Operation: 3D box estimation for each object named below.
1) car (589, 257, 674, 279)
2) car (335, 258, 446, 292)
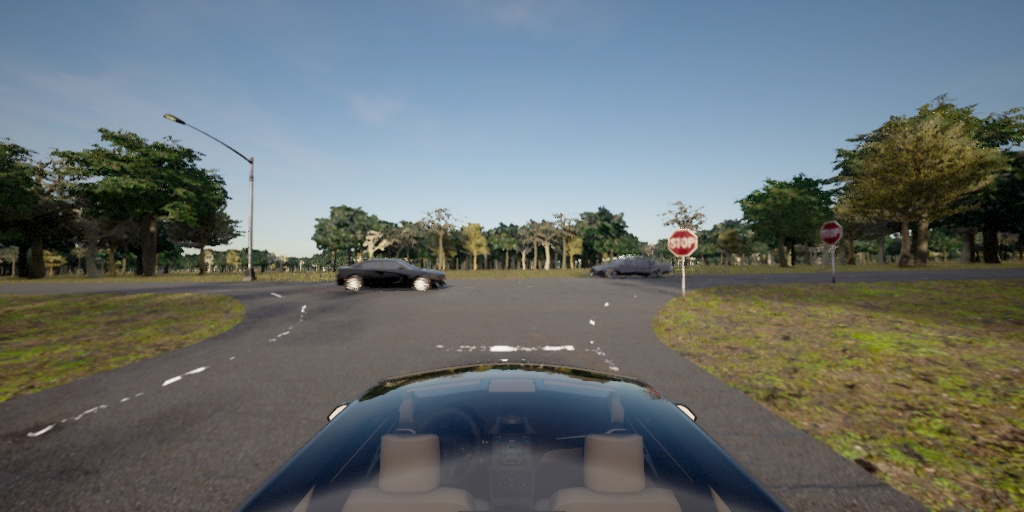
[{"bbox_3d":[8.035,0.800,24.258,5.357,1.411,2.033,-1,-2,-1],"label":"car"},{"bbox_3d":[-5.680,0.879,17.070,5.008,1.535,1.882,1,-1,0],"label":"car"}]
